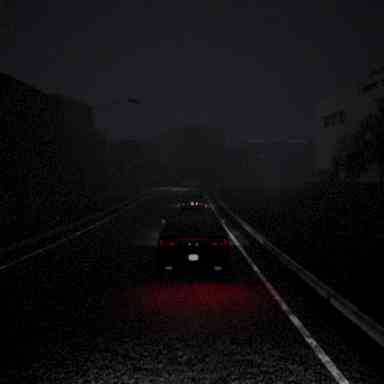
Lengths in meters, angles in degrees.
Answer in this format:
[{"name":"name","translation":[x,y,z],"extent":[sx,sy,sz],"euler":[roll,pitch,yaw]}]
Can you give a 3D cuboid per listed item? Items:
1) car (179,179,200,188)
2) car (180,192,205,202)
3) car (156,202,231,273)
[{"name":"car","translation":[-0.359,-1.481,56.986],"extent":[1.882,1.535,5.008],"euler":[2,4,30]},{"name":"car","translation":[0.039,0.738,25.679],"extent":[2.033,1.411,5.357],"euler":[0,3,0]},{"name":"car","translation":[0.039,1.301,10.171],"extent":[1.882,1.535,5.008],"euler":[0,1,0]}]
